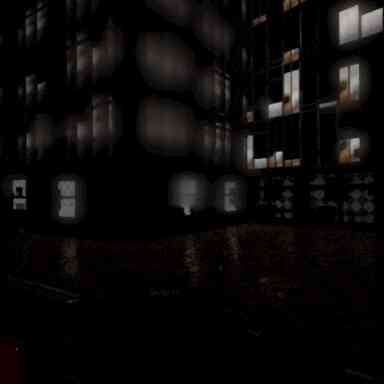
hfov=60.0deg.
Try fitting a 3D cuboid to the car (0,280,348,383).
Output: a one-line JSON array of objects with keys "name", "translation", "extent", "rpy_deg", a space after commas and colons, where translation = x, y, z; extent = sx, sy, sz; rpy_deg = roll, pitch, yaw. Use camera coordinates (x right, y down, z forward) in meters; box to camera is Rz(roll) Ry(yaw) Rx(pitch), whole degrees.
[{"name": "car", "translation": [-0.646, 1.603, 3.334], "extent": [4.206, 1.307, 1.802], "rpy_deg": [-1, 0, 35]}]
